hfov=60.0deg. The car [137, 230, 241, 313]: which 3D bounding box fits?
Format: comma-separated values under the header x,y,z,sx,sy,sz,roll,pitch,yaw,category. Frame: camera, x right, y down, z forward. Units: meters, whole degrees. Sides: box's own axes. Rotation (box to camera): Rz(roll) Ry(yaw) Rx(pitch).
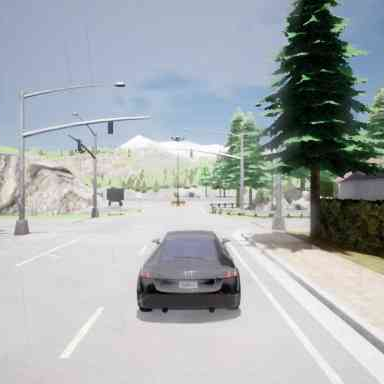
x,y,z,sx,sy,sz,roll,pitch,yaw,category
-0.033,1.574,7.816,1.994,1.385,4.181,0,0,1,car
